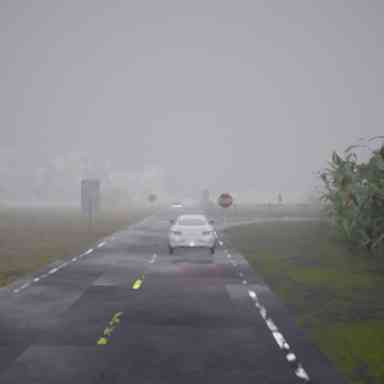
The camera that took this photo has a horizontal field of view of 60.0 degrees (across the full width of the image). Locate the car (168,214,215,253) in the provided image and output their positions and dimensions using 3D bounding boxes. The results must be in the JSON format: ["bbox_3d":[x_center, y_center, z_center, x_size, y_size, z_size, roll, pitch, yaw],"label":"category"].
[{"bbox_3d":[0.004,1.668,14.382,1.812,1.442,4.674,0,0,0],"label":"car"}]

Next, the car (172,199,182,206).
[{"bbox_3d":[-3.217,2.325,73.033,1.994,1.385,4.181,0,-1,-1],"label":"car"}]
